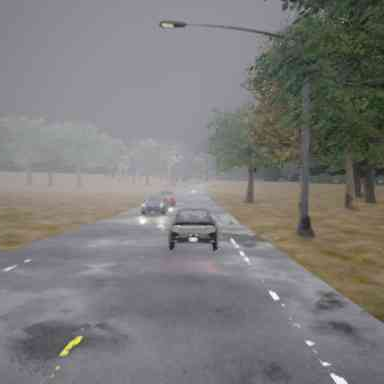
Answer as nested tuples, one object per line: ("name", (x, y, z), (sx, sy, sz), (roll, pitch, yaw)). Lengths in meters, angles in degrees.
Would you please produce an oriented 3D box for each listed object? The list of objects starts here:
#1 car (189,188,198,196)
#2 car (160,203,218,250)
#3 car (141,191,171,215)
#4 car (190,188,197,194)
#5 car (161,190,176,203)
("car", (0.384, 0.186, 75.571), (1.812, 1.442, 4.674), (0, 2, 0))
("car", (0.062, 1.428, 14.046), (2.128, 1.511, 4.902), (0, 0, 0))
("car", (-3.353, 1.091, 30.560), (2.097, 1.767, 4.553), (0, 1, 0))
("car", (0.438, -0.339, 85.594), (1.837, 1.490, 4.892), (0, 2, 0))
("car", (-3.285, 0.750, 43.369), (2.150, 2.045, 5.566), (0, 1, 0))
